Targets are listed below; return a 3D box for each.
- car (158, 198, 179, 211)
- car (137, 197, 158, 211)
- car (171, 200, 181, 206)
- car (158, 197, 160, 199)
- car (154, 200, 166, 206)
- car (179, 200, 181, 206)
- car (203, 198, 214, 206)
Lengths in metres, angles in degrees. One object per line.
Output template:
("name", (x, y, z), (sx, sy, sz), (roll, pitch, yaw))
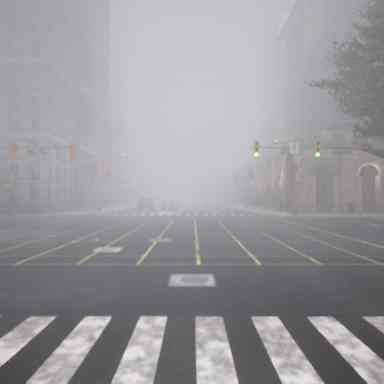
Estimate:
("car", (-3.607, 2.048, 51.101), (2.128, 1.511, 4.902), (0, -1, 0))
("car", (-7.110, 1.781, 51.380), (2.150, 2.045, 5.566), (0, -1, 0))
("car", (-3.379, 2.372, 71.378), (1.895, 1.301, 4.718), (0, -1, 1))
("car", (-7.009, 1.892, 61.544), (2.150, 2.045, 5.566), (0, -1, 1))
("car", (-6.875, 2.376, 71.827), (1.895, 1.301, 4.718), (0, -1, 1))
("car", (-3.523, 2.212, 61.072), (2.033, 1.411, 5.357), (0, -1, 1))
("car", (3.647, 2.160, 73.914), (2.097, 1.767, 4.553), (0, -1, 1))
